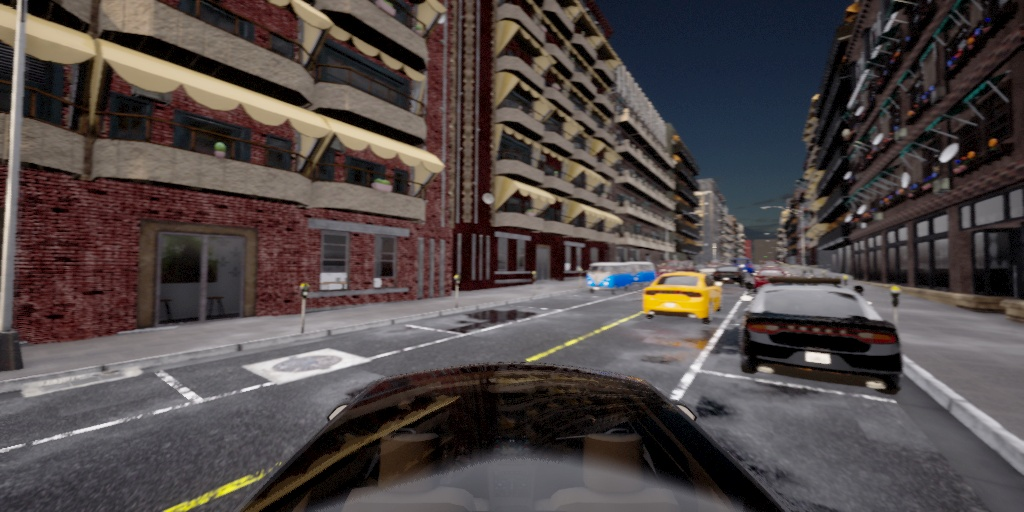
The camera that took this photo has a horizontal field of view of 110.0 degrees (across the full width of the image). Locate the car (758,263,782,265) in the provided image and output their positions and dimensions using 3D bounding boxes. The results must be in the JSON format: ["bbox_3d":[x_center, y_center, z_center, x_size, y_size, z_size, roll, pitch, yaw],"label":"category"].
[{"bbox_3d":[18.702,1.460,25.906,1.888,1.381,4.507,0,0,36],"label":"car"}]

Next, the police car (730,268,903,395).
[{"bbox_3d":[5.655,1.195,6.978,1.930,1.638,5.238,-1,-1,36],"label":"police car"}]

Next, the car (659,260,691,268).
[{"bbox_3d":[15.557,1.371,35.043,2.192,1.841,5.009,0,0,36],"label":"car"}]

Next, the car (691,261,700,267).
[{"bbox_3d":[18.780,1.410,39.537,2.192,1.841,5.009,0,0,36],"label":"car"}]

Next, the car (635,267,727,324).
[{"bbox_3d":[6.112,1.312,12.603,1.882,1.535,5.008,-1,-1,36],"label":"car"}]

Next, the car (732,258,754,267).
[{"bbox_3d":[26.530,1.291,41.246,2.150,2.045,5.566,-1,-1,36],"label":"car"}]

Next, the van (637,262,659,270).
[{"bbox_3d":[9.110,1.322,26.056,1.690,1.789,3.998,0,0,36],"label":"van"}]

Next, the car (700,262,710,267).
[{"bbox_3d":[22.320,1.682,40.107,1.895,1.301,4.718,-1,-1,36],"label":"car"}]

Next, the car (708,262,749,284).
[{"bbox_3d":[15.976,1.417,26.358,1.882,1.535,5.008,-1,-1,36],"label":"car"}]

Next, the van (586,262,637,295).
[{"bbox_3d":[5.887,1.287,21.562,1.690,1.789,3.998,0,0,36],"label":"van"}]

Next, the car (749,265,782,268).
[{"bbox_3d":[15.480,1.424,21.413,1.888,1.381,4.507,0,0,36],"label":"car"}]

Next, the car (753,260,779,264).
[{"bbox_3d":[21.933,1.393,30.397,1.967,1.591,4.097,0,0,36],"label":"car"}]
